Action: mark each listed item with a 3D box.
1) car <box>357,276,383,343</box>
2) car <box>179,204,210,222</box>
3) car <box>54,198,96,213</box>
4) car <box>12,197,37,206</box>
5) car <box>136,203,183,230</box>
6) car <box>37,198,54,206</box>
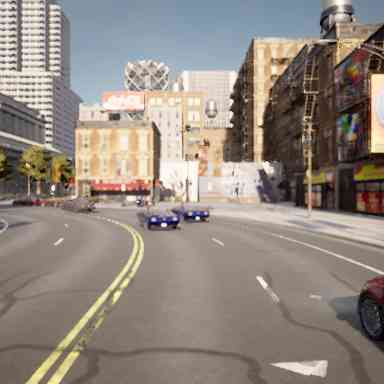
[{"bbox_3d":[3.597,1.521,3.469,1.812,1.442,4.674,0,0,0],"label":"car"},{"bbox_3d":[-0.488,1.564,25.619,1.895,1.301,4.718,0,0,-24],"label":"car"},{"bbox_3d":[-12.675,1.495,36.530,5.357,1.411,2.033,0,0,42],"label":"car"},{"bbox_3d":[-25.769,1.445,51.929,4.674,1.452,2.002,0,0,20],"label":"car"},{"bbox_3d":[-2.291,1.571,20.908,1.895,1.301,4.718,0,0,-19],"label":"car"},{"bbox_3d":[-20.465,1.524,49.760,4.718,1.301,1.895,0,0,30],"label":"car"}]
